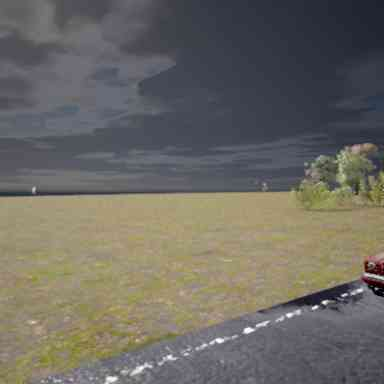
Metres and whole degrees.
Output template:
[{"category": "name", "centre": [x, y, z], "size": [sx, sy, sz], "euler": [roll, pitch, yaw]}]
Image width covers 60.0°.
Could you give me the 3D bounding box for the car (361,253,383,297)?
[{"category": "car", "centre": [5.632, 1.480, 7.092], "size": [4.718, 1.301, 1.895], "euler": [-1, 1, -36]}]
